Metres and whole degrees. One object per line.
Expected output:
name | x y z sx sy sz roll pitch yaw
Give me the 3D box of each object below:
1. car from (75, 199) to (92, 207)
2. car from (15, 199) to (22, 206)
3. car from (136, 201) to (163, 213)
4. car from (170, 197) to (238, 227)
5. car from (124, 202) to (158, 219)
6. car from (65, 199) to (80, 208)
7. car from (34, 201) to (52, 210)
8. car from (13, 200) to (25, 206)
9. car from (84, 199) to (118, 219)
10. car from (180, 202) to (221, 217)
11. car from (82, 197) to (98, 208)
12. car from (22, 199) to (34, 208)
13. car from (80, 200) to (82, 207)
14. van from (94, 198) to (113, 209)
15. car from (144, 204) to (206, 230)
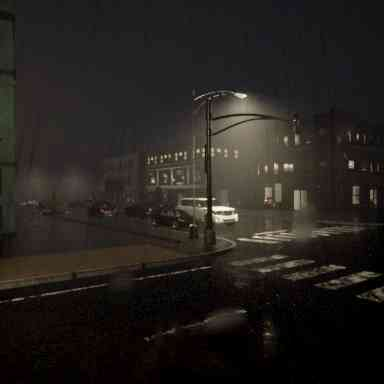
car | -21.752 2.224 66.455 1.887 1.381 4.507 -1 0 -36
car | -38.228 2.378 75.086 1.967 1.590 4.097 -1 0 -36
car | -5.653 1.963 43.943 1.802 1.307 4.206 -2 0 -36
car | 0.941 1.440 24.776 2.150 2.045 5.566 -1 0 -35
car | -5.010 1.884 33.103 2.033 1.411 5.357 -1 0 -36
car | -21.472 2.227 61.626 1.994 1.385 4.181 -1 0 -36
car | -25.249 2.231 56.939 1.752 1.417 4.829 -1 0 -36
car | -41.445 2.545 79.590 2.008 1.369 4.403 -1 0 -36
car | -9.253 1.844 34.564 1.967 1.590 4.097 -1 0 -36
car | 0.785 1.806 34.938 2.008 1.369 4.403 -2 0 -36
car | -15.411 2.029 53.147 1.882 1.535 5.008 -1 0 -35
car | -31.787 2.374 66.083 2.008 1.369 4.403 -1 0 -36
car | -18.538 1.936 61.952 2.192 1.841 5.009 -1 0 -36
van | -15.317 1.904 57.450 1.690 1.788 3.998 -1 0 -36
car | -1.277 1.813 23.206 1.947 1.339 4.313 -2 0 -36
